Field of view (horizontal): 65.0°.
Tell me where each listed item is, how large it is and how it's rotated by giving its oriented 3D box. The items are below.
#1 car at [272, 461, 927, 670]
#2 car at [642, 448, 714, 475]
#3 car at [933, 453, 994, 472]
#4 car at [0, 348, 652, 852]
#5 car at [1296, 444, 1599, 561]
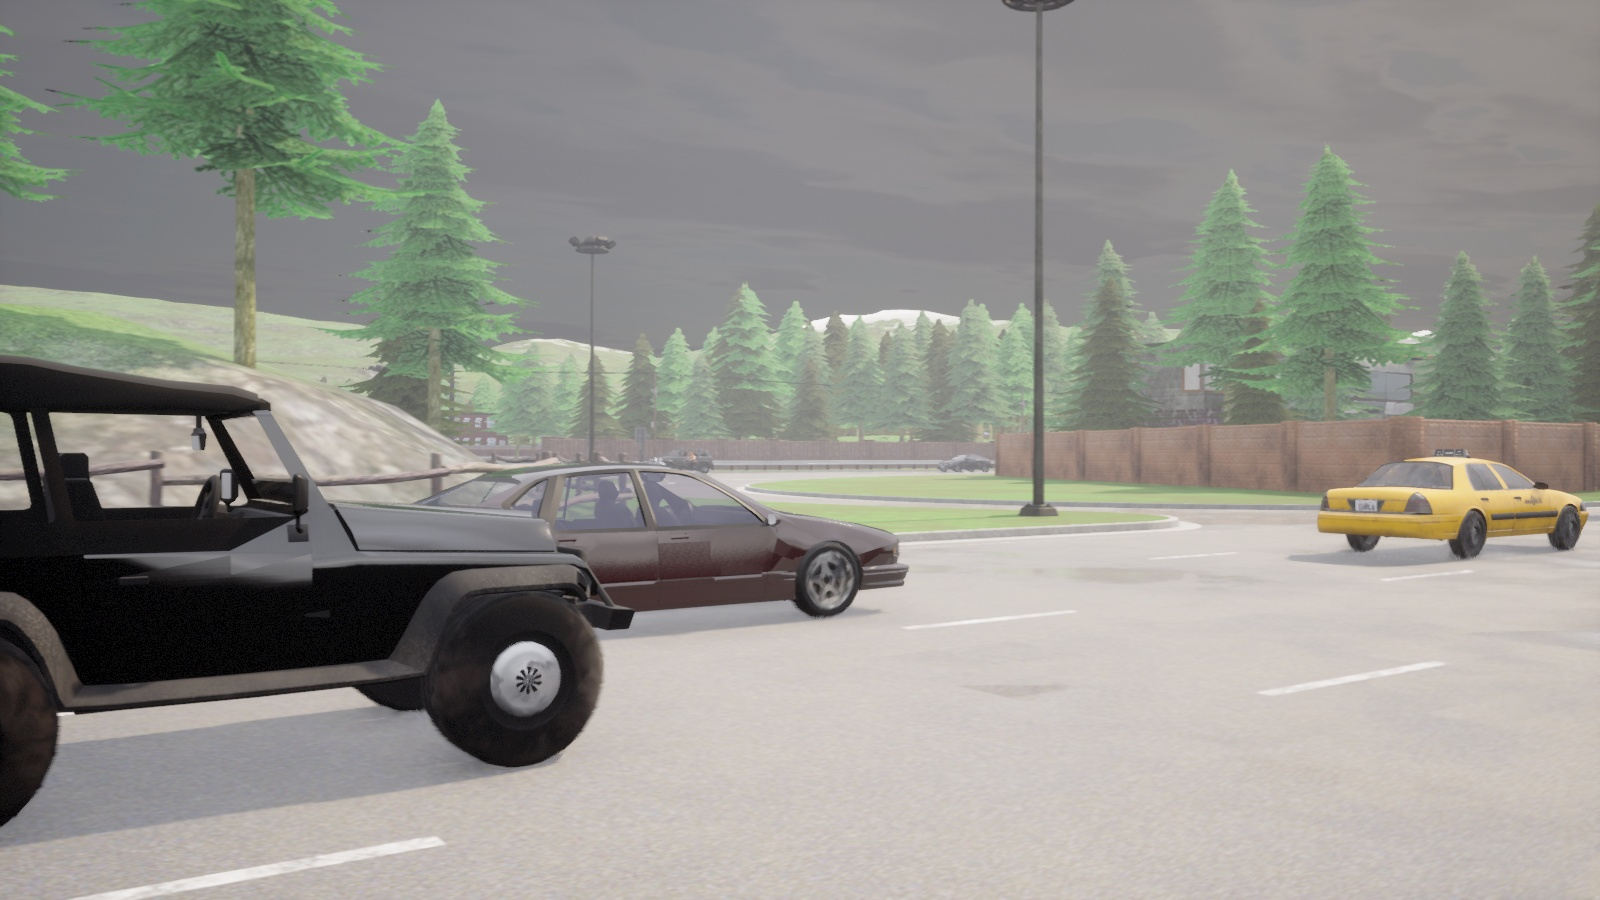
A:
[{"bbox_3d":[-1.589,0.823,11.083,5.357,1.411,2.033,0,0,-35],"label":"car"},{"bbox_3d":[-8.419,0.793,86.981,4.605,1.855,1.932,0,0,-35],"label":"car"},{"bbox_3d":[12.724,0.983,97.519,4.674,1.442,1.812,0,0,-35],"label":"car"},{"bbox_3d":[-2.870,0.561,5.926,3.866,1.878,1.905,0,0,-35],"label":"car"},{"bbox_3d":[9.968,0.710,19.133,5.366,1.575,1.801,0,0,-35],"label":"car"}]
